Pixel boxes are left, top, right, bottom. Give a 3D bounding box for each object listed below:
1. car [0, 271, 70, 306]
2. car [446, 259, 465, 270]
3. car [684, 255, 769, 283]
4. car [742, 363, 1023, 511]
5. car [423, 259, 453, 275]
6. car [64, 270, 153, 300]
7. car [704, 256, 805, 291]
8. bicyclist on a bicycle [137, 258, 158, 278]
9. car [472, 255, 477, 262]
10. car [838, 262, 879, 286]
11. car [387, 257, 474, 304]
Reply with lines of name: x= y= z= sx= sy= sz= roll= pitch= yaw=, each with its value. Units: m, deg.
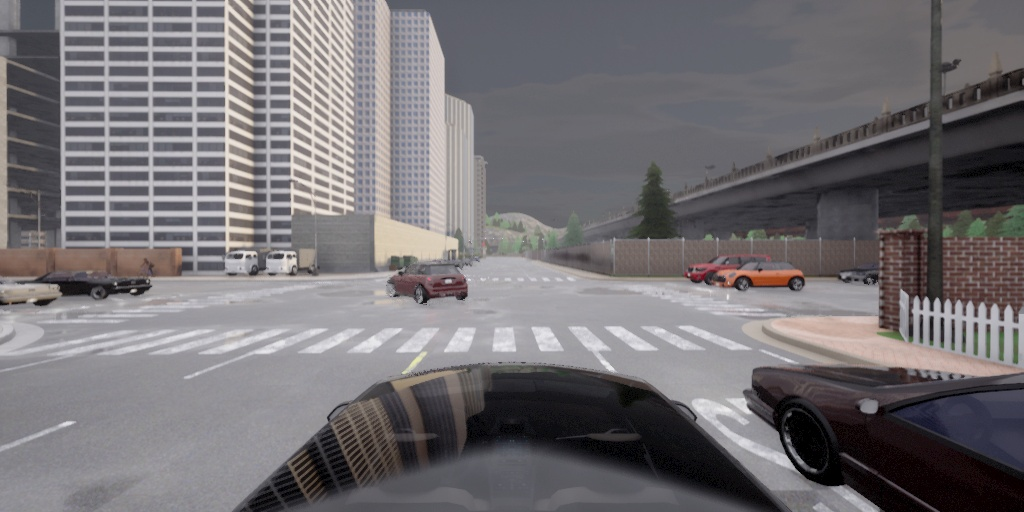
car: x=-20.157 y=1.349 z=13.400 sx=4.718 sy=1.301 sz=1.895 roll=0 pitch=0 yaw=-1
car: x=-7.547 y=1.125 z=48.095 sx=1.895 sy=1.301 sz=4.718 roll=0 pitch=0 yaw=0
car: x=14.787 y=0.918 z=24.392 sx=5.566 sy=2.045 sz=2.150 roll=0 pitch=0 yaw=0
car: x=3.459 y=1.298 z=1.539 sx=2.033 sy=1.411 sz=5.357 roll=0 pitch=0 yaw=1
car: x=-7.434 y=1.072 z=36.502 sx=2.128 sy=1.511 sz=4.902 roll=0 pitch=0 yaw=-1
car: x=-20.059 y=1.332 z=16.901 sx=4.718 sy=1.301 sz=1.895 roll=0 pitch=0 yaw=-1
car: x=14.207 y=1.065 z=20.887 sx=4.553 sy=1.767 sz=2.097 roll=0 pitch=0 yaw=0
bicyclist on a bicycle: x=-29.289 y=0.974 z=28.806 sx=0.582 sy=1.620 sz=1.656 roll=0 pitch=1 yaw=0
car: x=-7.620 y=1.012 z=60.253 sx=2.033 sy=1.411 sz=5.357 roll=0 pitch=0 yaw=1
car: x=25.129 y=1.187 z=24.482 sx=4.902 sy=1.511 sz=2.128 roll=0 pitch=0 yaw=0
car: x=-3.970 y=1.062 z=16.328 sx=2.097 sy=1.767 sz=4.553 roll=-1 pitch=1 yaw=-40
